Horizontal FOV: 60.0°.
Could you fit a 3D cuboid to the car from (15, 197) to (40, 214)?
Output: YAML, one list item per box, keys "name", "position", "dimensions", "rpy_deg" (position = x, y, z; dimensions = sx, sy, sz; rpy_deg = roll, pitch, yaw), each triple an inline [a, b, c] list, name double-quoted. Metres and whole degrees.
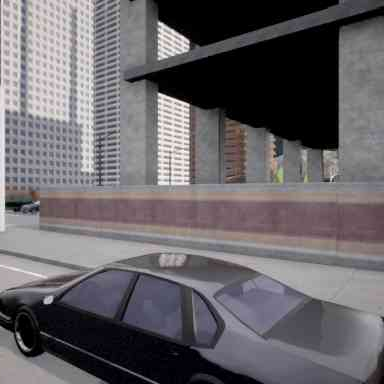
- name: "car"
  position: [-15.732, 1.526, 35.357]
  dimensions: [1.812, 1.442, 4.674]
  rpy_deg: [0, 0, 36]

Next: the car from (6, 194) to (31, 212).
- name: "car"
  position: [-19.873, 1.221, 35.634]
  dimensions: [2.150, 2.045, 5.566]
  rpy_deg: [0, 0, 36]

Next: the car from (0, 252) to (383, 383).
- name: "car"
  position: [-0.411, 1.547, 4.285]
  dimensions: [5.357, 1.411, 2.033]
  rpy_deg: [0, 0, 35]
